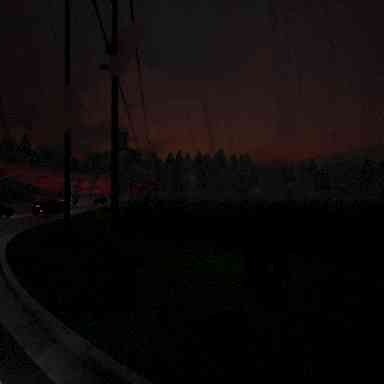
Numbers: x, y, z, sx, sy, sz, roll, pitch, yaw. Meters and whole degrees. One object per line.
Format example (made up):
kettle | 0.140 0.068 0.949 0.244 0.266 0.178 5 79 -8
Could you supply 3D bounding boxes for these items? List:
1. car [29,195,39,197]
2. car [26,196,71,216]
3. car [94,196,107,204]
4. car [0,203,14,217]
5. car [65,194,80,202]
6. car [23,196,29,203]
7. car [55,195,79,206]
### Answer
car | -27.270 1.396 60.422 1.882 1.535 5.008 0 0 -6
car | -13.498 1.450 31.600 2.128 1.511 4.902 0 0 -7
car | -16.798 1.454 61.278 1.812 1.442 4.674 0 0 -6
car | -16.561 1.506 27.332 2.033 1.411 5.357 0 0 -6
car | -24.799 1.246 68.990 1.837 1.490 4.892 0 0 -6
car | -31.424 1.423 65.370 2.128 1.511 4.902 0 0 -6
car | -19.315 1.427 52.185 2.128 1.511 4.902 0 0 -6
